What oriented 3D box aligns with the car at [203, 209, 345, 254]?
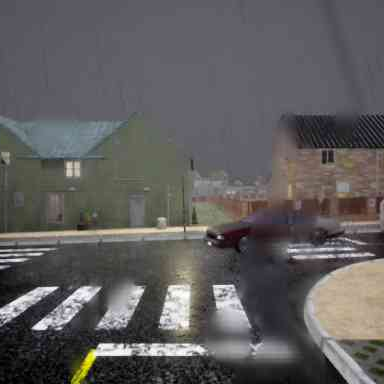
[{"bbox_3d":[3.172,1.388,12.820,5.357,1.411,2.033,-2,0,-16],"label":"car"}]
